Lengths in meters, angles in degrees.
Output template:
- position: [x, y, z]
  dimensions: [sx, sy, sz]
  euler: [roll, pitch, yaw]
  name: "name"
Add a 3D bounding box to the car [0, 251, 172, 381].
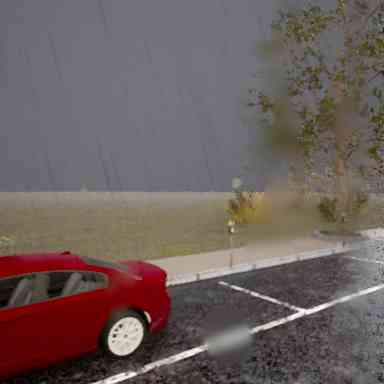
- position: [-2.412, 1.543, 4.369]
  dimensions: [4.507, 1.381, 1.887]
  euler: [0, 1, -35]
  name: "car"
